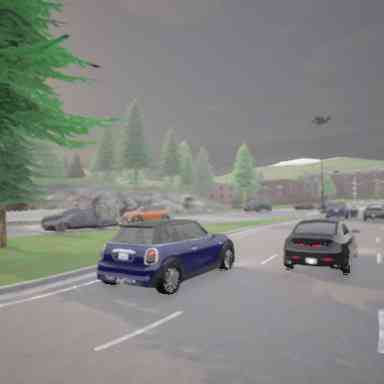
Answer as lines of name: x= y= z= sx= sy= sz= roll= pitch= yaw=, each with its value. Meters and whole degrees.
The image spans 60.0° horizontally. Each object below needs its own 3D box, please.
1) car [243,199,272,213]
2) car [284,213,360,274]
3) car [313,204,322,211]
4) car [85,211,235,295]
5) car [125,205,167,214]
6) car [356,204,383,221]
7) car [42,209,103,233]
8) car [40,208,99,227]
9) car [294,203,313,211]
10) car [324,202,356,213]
car: x=10.020 y=2.089 z=50.496 sx=2.150 sy=2.045 sz=5.566 roll=-2 pitch=-2 yaw=42
car: x=4.451 y=1.666 z=11.265 sx=1.837 sy=1.490 sz=4.892 roll=-1 pitch=-1 yaw=29
car: x=21.337 y=2.269 z=52.617 sx=1.994 sy=1.385 sz=4.181 roll=-2 pitch=-2 yaw=42
car: x=-0.498 y=1.571 z=9.706 sx=2.097 sy=1.767 sz=4.553 roll=-2 pitch=-1 yaw=32
car: x=-4.437 y=2.099 z=31.937 sx=4.553 sy=1.767 sz=2.097 roll=0 pitch=-1 yaw=-35
car: x=16.680 y=1.808 z=29.629 sx=2.128 sy=1.511 sz=4.902 roll=-2 pitch=-2 yaw=40
car: x=-8.376 y=2.226 z=25.128 sx=5.357 sy=1.411 sz=2.033 roll=0 pitch=-1 yaw=-32
car: x=-11.530 y=2.372 z=31.438 sx=4.892 sy=1.490 sz=1.837 roll=0 pitch=-2 yaw=-32
car: x=18.577 y=2.401 z=54.781 sx=1.895 sy=1.301 sz=4.718 roll=-2 pitch=-2 yaw=42
car: x=14.975 y=1.769 z=33.009 sx=2.097 sy=1.767 sz=4.553 roll=-2 pitch=-2 yaw=40
